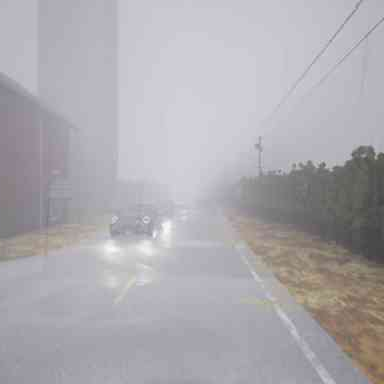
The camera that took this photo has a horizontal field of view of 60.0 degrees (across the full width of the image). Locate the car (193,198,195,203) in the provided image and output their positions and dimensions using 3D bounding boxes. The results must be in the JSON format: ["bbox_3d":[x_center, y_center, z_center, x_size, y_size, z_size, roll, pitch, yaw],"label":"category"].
[{"bbox_3d":[1.338,1.423,62.109,2.128,1.511,4.902,0,0,-5],"label":"car"}]

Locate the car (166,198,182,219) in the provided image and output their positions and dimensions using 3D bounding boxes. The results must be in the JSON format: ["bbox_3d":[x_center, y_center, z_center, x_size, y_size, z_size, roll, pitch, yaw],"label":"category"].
[{"bbox_3d":[-2.392,1.459,28.608,2.128,1.511,4.902,0,0,3],"label":"car"}]

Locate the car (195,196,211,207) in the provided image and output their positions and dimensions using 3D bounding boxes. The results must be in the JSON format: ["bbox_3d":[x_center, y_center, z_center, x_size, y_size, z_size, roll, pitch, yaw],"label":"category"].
[{"bbox_3d":[1.827,1.422,51.327,1.882,1.535,5.008,0,0,-1],"label":"car"}]

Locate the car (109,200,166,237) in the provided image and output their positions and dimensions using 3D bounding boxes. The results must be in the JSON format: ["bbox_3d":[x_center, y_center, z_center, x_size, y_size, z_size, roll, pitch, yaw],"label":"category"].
[{"bbox_3d":[-2.895,1.330,17.934,2.097,1.767,4.553,0,0,2],"label":"car"}]

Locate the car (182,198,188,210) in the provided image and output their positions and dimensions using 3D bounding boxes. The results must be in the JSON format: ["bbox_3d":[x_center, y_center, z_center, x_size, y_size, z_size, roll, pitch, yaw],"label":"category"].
[{"bbox_3d":[-1.639,1.477,42.745,1.812,1.442,4.674,0,0,2],"label":"car"}]
